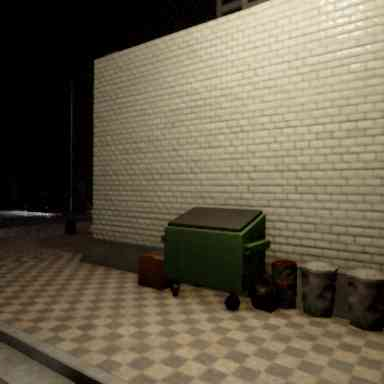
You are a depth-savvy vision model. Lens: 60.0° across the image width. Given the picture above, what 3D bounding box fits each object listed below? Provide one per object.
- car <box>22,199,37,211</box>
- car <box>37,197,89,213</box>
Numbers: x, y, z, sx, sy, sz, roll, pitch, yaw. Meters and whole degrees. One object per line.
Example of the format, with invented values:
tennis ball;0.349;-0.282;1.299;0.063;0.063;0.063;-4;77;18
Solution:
car;-14.731;1.174;33.382;1.994;1.385;4.181;1;1;36
car;-11.858;1.224;31.385;1.994;1.385;4.181;1;1;36
